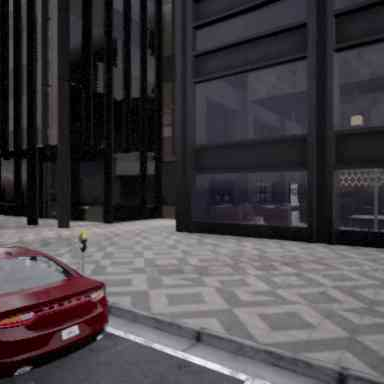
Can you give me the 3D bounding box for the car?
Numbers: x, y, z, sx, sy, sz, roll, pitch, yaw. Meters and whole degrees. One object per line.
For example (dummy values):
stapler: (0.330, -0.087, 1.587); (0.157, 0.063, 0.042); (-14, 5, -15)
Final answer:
car: (-3.278, 1.553, 5.291); (4.507, 1.381, 1.887); (0, 0, 35)
